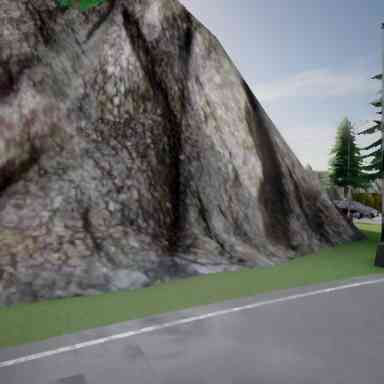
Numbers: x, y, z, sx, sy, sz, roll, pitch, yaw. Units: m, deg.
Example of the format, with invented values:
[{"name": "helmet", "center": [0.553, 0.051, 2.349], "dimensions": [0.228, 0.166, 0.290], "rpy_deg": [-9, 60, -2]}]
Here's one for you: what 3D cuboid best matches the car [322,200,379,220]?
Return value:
[{"name": "car", "center": [13.459, 1.487, 28.495], "dimensions": [2.128, 1.511, 4.902], "rpy_deg": [0, 0, -25]}]
